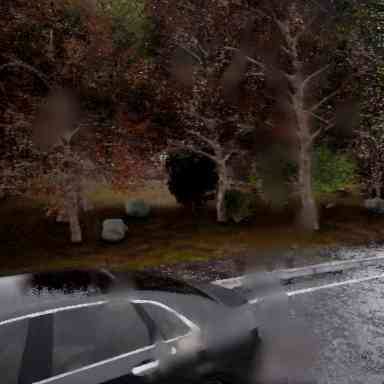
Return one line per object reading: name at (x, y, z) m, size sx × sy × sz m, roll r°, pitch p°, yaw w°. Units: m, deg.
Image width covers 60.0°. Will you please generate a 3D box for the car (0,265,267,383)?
car at (-1.569, 1.480, 2.593) m, size 4.892 × 1.490 × 1.837 m, roll 0°, pitch 0°, yaw -34°
